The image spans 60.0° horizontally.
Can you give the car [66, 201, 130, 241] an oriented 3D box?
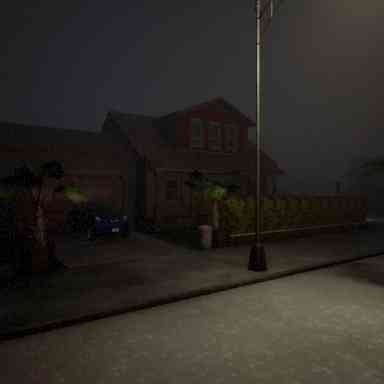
[{"bbox_3d":[-4.134,1.174,14.517,1.845,1.501,3.633,0,0,-38],"label":"car"}]
